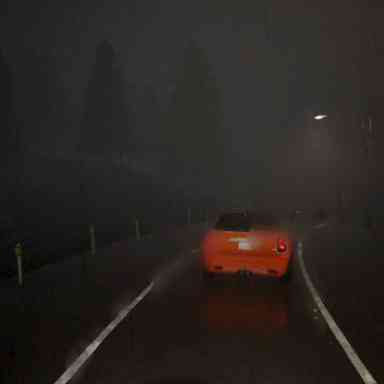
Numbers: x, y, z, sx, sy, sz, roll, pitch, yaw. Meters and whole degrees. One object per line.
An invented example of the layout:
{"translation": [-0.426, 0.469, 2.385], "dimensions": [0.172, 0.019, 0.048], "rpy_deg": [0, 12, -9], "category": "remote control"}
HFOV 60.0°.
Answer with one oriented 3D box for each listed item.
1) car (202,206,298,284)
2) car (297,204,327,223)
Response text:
{"translation": [1.685, 1.218, 9.525], "dimensions": [2.097, 1.767, 4.553], "rpy_deg": [1, 0, 13], "category": "car"}
{"translation": [9.232, 1.645, 26.422], "dimensions": [2.033, 1.411, 5.357], "rpy_deg": [2, 0, 34], "category": "car"}
